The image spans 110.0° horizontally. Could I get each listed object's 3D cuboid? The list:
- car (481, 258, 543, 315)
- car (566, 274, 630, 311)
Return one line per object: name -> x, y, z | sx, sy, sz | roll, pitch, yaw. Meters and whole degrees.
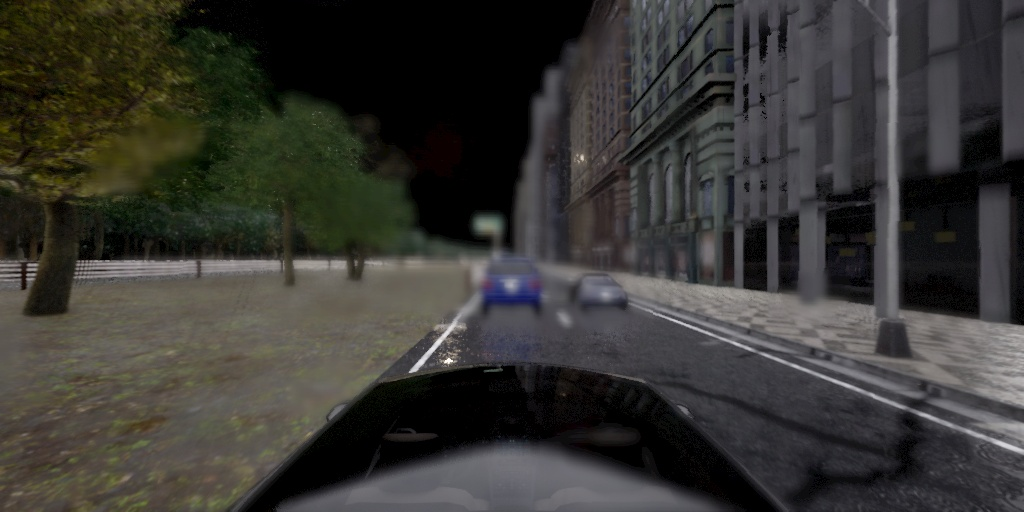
car -> 0.005, 1.095, 14.424 | 2.150, 2.045, 5.566 | 0, 0, 0
car -> 3.513, 1.443, 15.287 | 1.994, 1.385, 4.181 | 0, 0, 0
